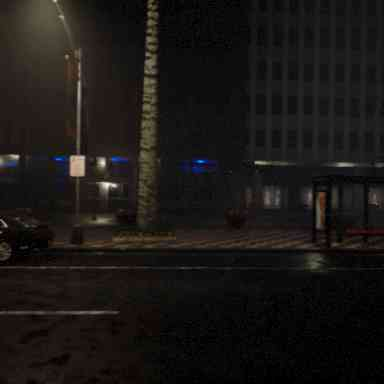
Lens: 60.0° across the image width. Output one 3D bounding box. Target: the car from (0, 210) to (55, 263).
[{"bbox_3d":[-7.001,1.324,10.627,4.892,1.521,2.231,1,0,-3],"label":"car"}]
